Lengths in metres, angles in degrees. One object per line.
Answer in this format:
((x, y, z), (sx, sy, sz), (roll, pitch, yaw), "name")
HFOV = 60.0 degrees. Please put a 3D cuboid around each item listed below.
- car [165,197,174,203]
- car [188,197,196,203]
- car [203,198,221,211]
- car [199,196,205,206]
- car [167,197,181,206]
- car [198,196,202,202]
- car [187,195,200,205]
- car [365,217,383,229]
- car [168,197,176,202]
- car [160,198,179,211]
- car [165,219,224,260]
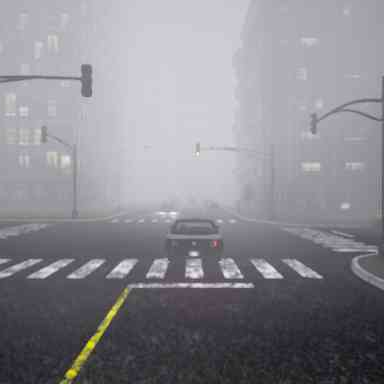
((-5.662, 1.974, 83.950), (2.008, 1.369, 4.403), (0, 0, 0), "car")
((0.026, 1.804, 75.420), (1.895, 1.301, 4.718), (0, 0, 0), "car")
((2.755, 1.788, 42.788), (1.802, 1.307, 4.206), (0, 0, 0), "car")
((2.709, 1.823, 55.705), (2.008, 1.369, 4.403), (0, 0, 0), "car")
((-3.026, 1.646, 59.904), (2.097, 1.767, 4.553), (0, 0, 1), "car")
((2.712, 1.853, 61.353), (2.008, 1.369, 4.403), (0, 0, 0), "car")
((0.021, 1.798, 64.973), (1.882, 1.535, 5.008), (0, 0, 0), "car")
((14.650, 1.940, 23.100), (4.829, 1.417, 1.752), (1, -1, 0), "car")
((-5.659, 2.032, 95.248), (1.887, 1.381, 4.507), (0, 0, 0), "car")
((-3.080, 1.809, 43.273), (1.895, 1.301, 4.718), (0, 0, 0), "car")
((0.084, 1.669, 12.634), (1.895, 1.301, 4.718), (0, -1, 0), "car")
